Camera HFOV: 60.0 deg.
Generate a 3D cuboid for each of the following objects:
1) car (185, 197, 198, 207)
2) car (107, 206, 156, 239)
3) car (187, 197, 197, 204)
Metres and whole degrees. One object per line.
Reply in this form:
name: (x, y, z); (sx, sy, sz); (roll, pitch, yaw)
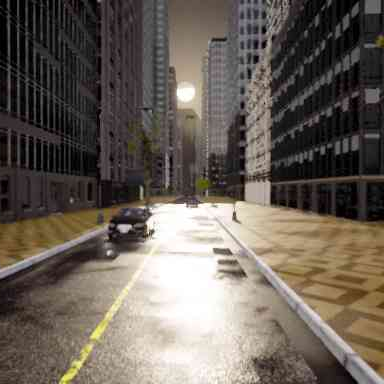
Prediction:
car: (-0.005, 1.498, 52.915); (1.882, 1.535, 5.008); (0, 0, 0)
car: (-3.040, 1.491, 17.430); (2.128, 1.511, 4.902); (0, 0, 1)
car: (-0.007, 1.597, 63.362); (1.994, 1.385, 4.181); (0, 0, 0)
